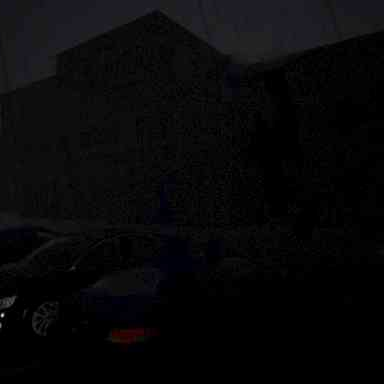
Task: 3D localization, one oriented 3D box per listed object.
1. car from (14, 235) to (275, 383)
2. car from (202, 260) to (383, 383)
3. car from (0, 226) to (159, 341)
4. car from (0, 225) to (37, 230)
[{"bbox_3d":[0.084,1.551,5.291,2.002,1.452,4.674,-1,0,35],"label":"car"},{"bbox_3d":[2.365,1.510,3.704,2.163,1.488,4.792,-1,0,35],"label":"car"},{"bbox_3d":[-2.072,1.541,6.839,2.231,1.521,4.892,-1,0,35],"label":"car"},{"bbox_3d":[-4.342,1.572,8.443,2.097,1.535,5.008,-1,0,35],"label":"car"}]
